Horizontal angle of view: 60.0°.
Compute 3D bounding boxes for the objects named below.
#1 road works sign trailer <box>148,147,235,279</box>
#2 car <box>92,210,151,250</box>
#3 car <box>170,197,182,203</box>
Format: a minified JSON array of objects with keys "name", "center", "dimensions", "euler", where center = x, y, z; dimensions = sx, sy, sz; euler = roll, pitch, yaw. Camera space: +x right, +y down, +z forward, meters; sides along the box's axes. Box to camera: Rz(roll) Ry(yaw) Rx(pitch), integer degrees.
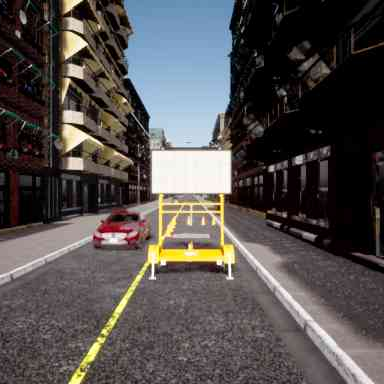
[{"name":"road works sign trailer","center":[-0.021,0.467,9.993],"dimensions":[2.380,3.560,2.880],"euler":[0,0,0]},{"name":"car","center":[-2.884,1.530,14.509],"dimensions":[1.812,1.442,4.674],"euler":[0,0,0]},{"name":"car","center":[-2.882,1.575,61.254],"dimensions":[1.812,1.442,4.674],"euler":[0,0,0]}]
